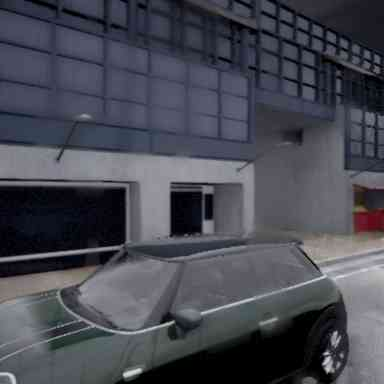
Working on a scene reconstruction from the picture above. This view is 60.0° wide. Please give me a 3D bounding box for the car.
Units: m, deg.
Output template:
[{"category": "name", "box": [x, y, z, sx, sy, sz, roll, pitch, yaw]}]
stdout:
[{"category": "car", "box": [-0.248, 1.351, 3.809, 4.553, 1.767, 2.097, 0, 0, -35]}]
